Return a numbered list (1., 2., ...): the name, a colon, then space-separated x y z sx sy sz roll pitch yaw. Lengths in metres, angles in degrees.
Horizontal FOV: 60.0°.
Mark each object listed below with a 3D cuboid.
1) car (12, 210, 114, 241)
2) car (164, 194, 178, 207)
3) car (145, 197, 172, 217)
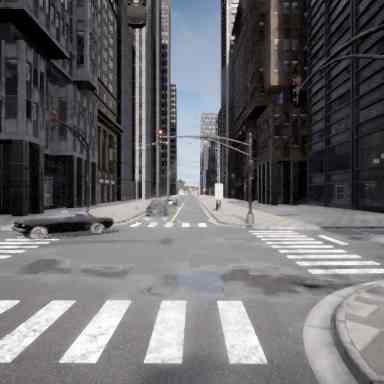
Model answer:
1. car: -6.547 1.616 17.152 4.718 1.301 1.895 0 0 -41
2. car: -3.200 1.514 52.196 2.128 1.511 4.902 0 0 0
3. car: -3.167 1.514 31.142 1.837 1.490 4.892 0 0 0
